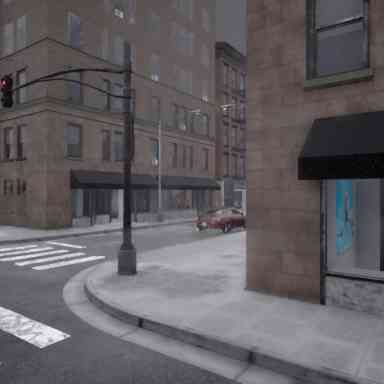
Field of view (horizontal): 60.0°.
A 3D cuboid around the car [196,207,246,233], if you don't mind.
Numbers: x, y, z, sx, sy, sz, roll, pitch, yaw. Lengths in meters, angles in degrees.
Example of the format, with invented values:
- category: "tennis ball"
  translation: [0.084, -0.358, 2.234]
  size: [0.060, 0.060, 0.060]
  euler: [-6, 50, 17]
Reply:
- category: "car"
  translation: [2.049, 1.645, 20.463]
  size: [1.812, 1.442, 4.674]
  euler: [0, 0, 36]
